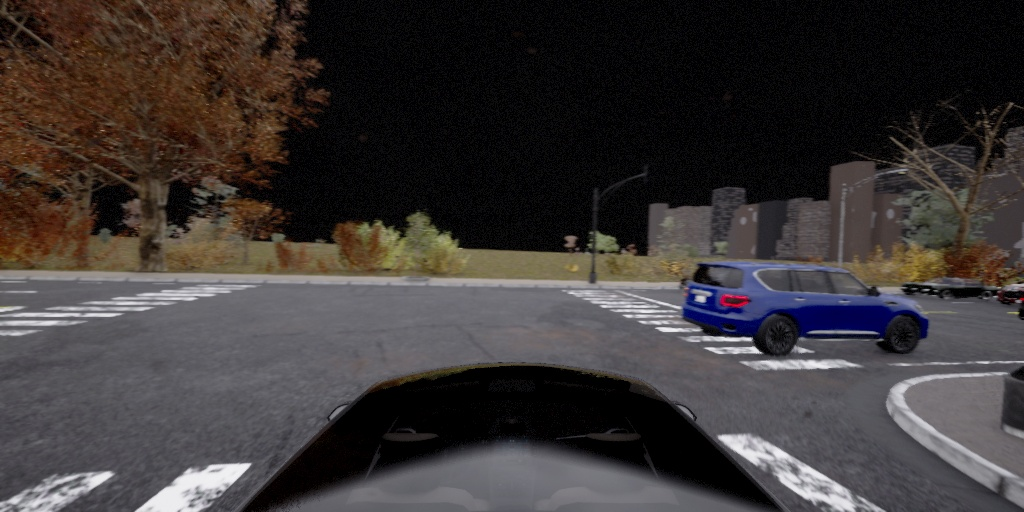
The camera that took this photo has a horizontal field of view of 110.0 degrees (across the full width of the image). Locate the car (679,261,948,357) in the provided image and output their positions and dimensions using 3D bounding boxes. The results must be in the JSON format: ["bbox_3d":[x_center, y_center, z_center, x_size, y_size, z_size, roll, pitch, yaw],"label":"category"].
[{"bbox_3d":[7.150,1.201,9.008,5.566,2.045,2.150,2,1,-9],"label":"car"}]

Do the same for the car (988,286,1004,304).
[{"bbox_3d":[28.540,1.840,18.845,4.553,1.767,2.097,2,1,-8],"label":"car"}]

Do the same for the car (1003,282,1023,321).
[{"bbox_3d":[18.622,1.551,10.746,5.566,2.045,2.150,2,1,-8],"label":"car"}]

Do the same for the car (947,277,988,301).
[{"bbox_3d":[26.589,1.965,21.855,4.718,1.301,1.895,2,1,-8],"label":"car"}]
